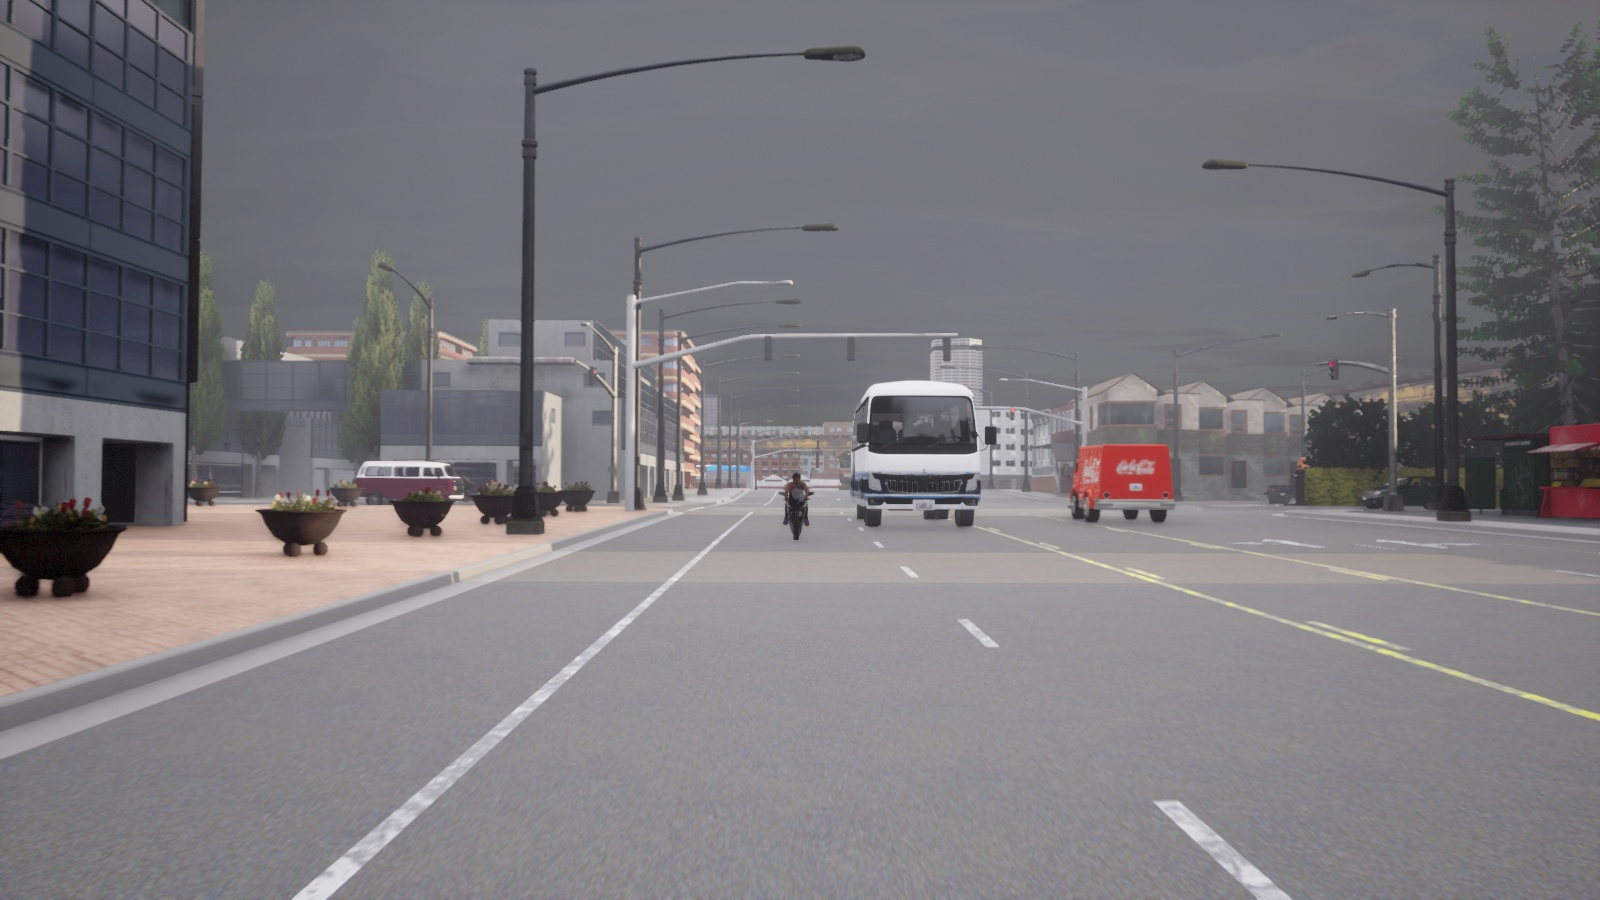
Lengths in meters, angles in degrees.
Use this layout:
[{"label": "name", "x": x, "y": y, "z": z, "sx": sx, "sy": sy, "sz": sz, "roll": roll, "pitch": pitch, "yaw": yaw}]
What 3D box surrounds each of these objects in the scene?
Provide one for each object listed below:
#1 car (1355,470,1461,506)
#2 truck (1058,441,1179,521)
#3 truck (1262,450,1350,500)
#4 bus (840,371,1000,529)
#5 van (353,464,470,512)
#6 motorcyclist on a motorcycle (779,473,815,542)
[{"label": "car", "x": 28.162, "y": 1.743, "z": 58.251, "sx": 3.988, "sy": 1.617, "sz": 1.851, "roll": 0, "pitch": -2, "yaw": 0}, {"label": "truck", "x": 10.400, "y": 1.013, "z": 41.483, "sx": 2.627, "sy": 2.467, "sz": 5.204, "roll": 0, "pitch": -1, "yaw": 0}, {"label": "truck", "x": 36.028, "y": 1.812, "z": 89.315, "sx": 2.891, "sy": 3.462, "sz": 7.936, "roll": -2, "pitch": -3, "yaw": 45}, {"label": "bus", "x": 3.401, "y": 0.106, "z": 38.982, "sx": 3.944, "sy": 4.253, "sz": 10.273, "roll": 0, "pitch": -1, "yaw": 0}, {"label": "van", "x": -16.976, "y": 1.649, "z": 55.002, "sx": 4.480, "sy": 2.038, "sz": 2.069, "roll": 0, "pitch": -2, "yaw": 0}, {"label": "motorcyclist on a motorcycle", "x": -0.069, "y": 1.281, "z": 28.675, "sx": 0.797, "sy": 1.523, "sz": 2.044, "roll": 0, "pitch": -1, "yaw": 0}]
